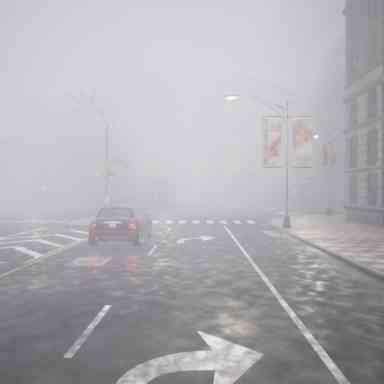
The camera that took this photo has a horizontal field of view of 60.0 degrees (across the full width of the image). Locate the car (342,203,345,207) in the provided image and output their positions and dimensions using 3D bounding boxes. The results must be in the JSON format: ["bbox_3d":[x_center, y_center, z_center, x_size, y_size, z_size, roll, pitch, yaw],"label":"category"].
[{"bbox_3d":[23.471,1.564,45.350,5.357,1.411,2.033,0,0,2],"label":"car"}]

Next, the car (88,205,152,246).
[{"bbox_3d":[-3.124,1.358,15.362,2.097,1.767,4.553,0,0,1],"label":"car"}]
